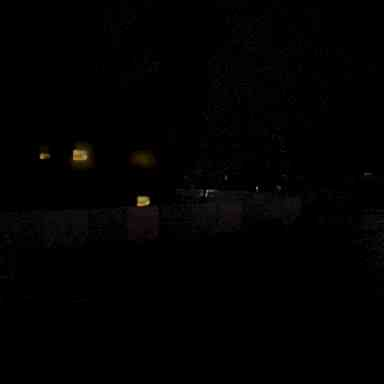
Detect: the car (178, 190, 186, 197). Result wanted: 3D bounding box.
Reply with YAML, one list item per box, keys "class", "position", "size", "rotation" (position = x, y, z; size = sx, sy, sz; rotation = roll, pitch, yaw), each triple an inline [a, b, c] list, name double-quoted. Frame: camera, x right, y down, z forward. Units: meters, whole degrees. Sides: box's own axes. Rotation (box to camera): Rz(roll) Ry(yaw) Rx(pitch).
- class: "car"
  position: [-2.669, 0.337, 64.195]
  size: [1.812, 1.442, 4.674]
  rotation: [1, 1, -20]
